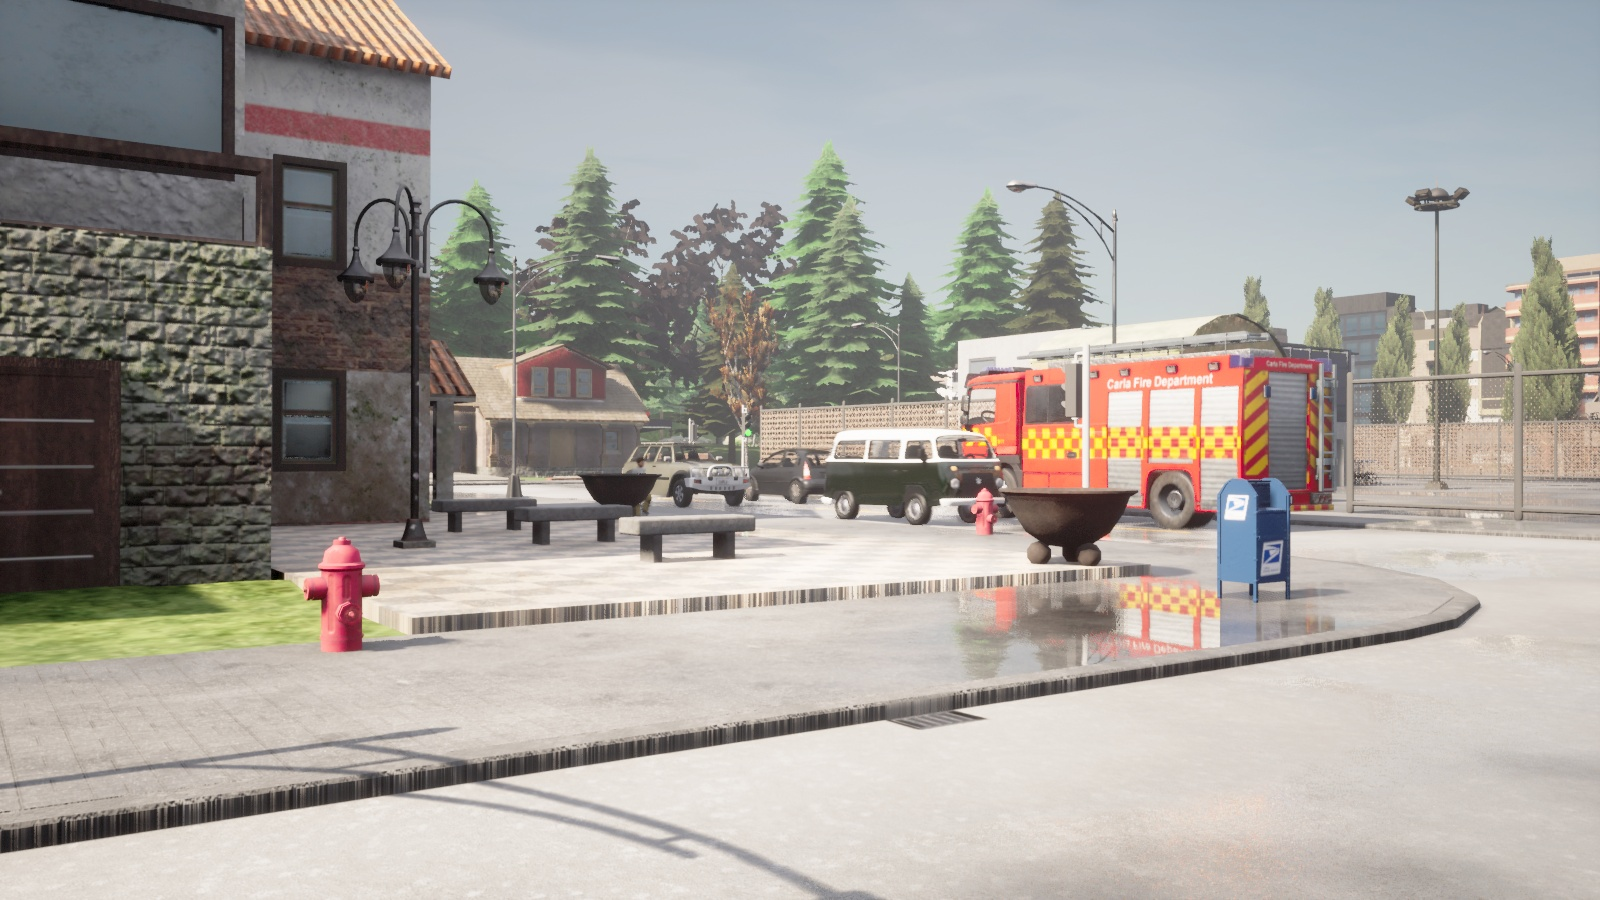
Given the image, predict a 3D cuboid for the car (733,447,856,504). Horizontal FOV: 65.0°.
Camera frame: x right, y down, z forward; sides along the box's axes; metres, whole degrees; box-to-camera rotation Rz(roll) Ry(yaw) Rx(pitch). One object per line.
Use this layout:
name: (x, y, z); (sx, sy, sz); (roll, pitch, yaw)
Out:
car: (-0.230, 0.737, 38.122); (1.851, 1.617, 3.988); (0, 0, -33)

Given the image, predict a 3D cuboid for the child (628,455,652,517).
child: (-3.286, 0.735, 25.761); (0.437, 1.263, 0.270); (0, 0, 41)

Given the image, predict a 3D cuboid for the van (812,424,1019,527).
van: (2.405, 0.533, 27.244); (2.069, 2.038, 4.480); (0, -1, -35)

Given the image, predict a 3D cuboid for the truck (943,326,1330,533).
truck: (6.956, -0.367, 27.562); (2.891, 3.827, 8.468); (0, 0, -33)

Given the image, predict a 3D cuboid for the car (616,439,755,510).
car: (-3.326, 0.656, 35.615); (1.932, 1.855, 4.605); (0, 0, -35)
